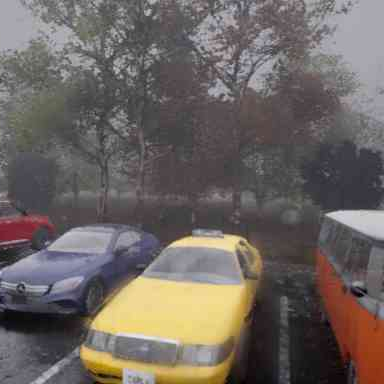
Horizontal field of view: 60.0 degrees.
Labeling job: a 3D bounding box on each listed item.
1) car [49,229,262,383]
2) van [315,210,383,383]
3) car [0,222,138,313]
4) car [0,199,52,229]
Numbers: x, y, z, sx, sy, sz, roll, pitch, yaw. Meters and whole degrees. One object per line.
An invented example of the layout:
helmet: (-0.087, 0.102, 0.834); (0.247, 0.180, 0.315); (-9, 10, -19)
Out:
car: (0.198, 1.467, 5.738); (1.946, 1.575, 5.366); (1, 0, 15)
van: (2.641, 1.258, 4.085); (1.878, 1.987, 4.442); (1, 0, 15)
car: (-2.182, 1.501, 7.630); (2.002, 1.452, 4.674); (1, 0, 15)
car: (-7.054, 1.189, 11.055); (2.435, 2.045, 5.566); (0, -1, 14)
